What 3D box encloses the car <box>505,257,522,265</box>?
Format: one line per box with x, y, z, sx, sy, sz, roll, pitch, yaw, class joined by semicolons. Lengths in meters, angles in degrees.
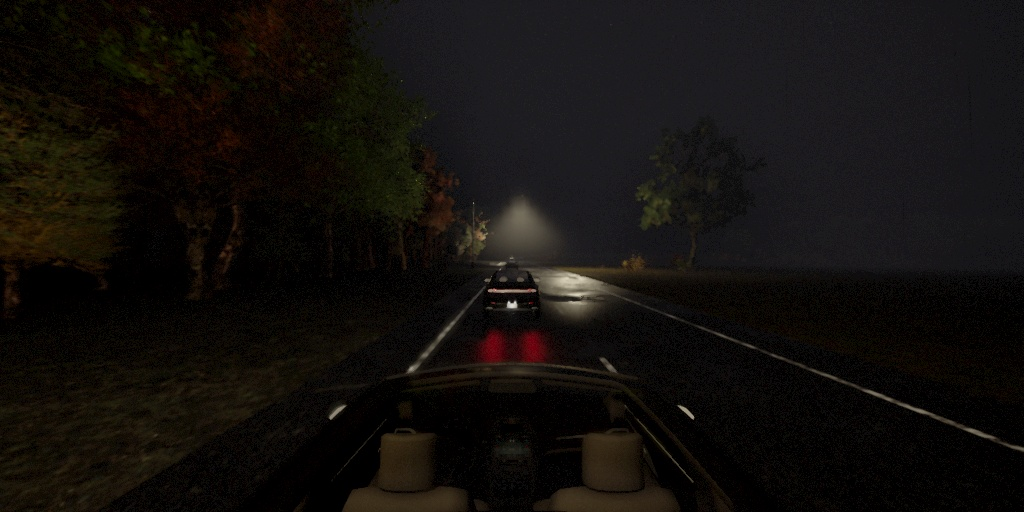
0.011;1.271;53.167;1.994;1.385;4.181;0;0;0;car

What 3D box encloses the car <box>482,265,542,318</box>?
0.003;1.236;12.877;2.128;1.511;4.902;0;0;0;car
